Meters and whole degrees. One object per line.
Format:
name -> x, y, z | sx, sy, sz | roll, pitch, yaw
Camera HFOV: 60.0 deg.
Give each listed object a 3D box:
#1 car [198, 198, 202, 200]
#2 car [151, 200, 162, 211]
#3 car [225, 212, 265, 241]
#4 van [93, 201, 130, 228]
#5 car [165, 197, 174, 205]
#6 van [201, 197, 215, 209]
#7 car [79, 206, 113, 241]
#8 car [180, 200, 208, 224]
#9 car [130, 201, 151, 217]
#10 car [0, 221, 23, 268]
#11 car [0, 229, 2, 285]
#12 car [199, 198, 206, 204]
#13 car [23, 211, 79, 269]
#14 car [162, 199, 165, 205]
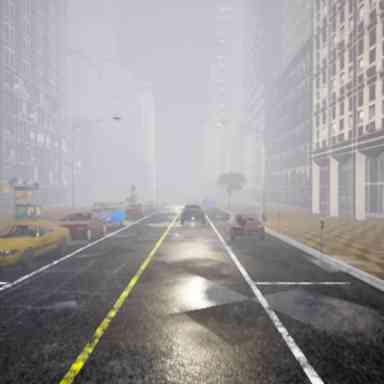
car -> 0.065, 1.935, 46.113 | 1.895, 1.301, 4.718 | 0, 0, 0
car -> -5.736, 1.880, 45.409 | 2.008, 1.369, 4.403 | -1, 0, 0
car -> 2.666, 1.703, 17.290 | 1.802, 1.307, 4.206 | -1, 0, 0
van -> -5.722, 1.502, 22.909 | 1.690, 1.788, 3.998 | -1, 0, 0
car -> -5.757, 2.104, 73.532 | 2.008, 1.369, 4.403 | -1, 0, 0
van -> 2.636, 1.714, 51.042 | 1.690, 1.788, 3.998 | -1, 0, 0
car -> -5.715, 1.666, 17.284 | 1.887, 1.381, 4.507 | -1, 0, 0
car -> 0.080, 1.694, 26.647 | 1.837, 1.490, 4.892 | 0, 0, 0
car -> -5.727, 1.788, 34.158 | 1.887, 1.381, 4.507 | -1, 0, 0
car -> -3.090, 1.233, 1.216 | 2.150, 2.045, 5.566 | 0, -1, -1
car -> -5.706, 1.593, 6.034 | 2.008, 1.369, 4.403 | -1, 0, 0
car -> 2.614, 2.173, 84.959 | 1.752, 1.417, 4.829 | -1, 0, 0
car -> -5.711, 1.605, 11.489 | 1.752, 1.417, 4.829 | -1, 0, 0
car -> -5.740, 1.923, 51.033 | 2.008, 1.369, 4.403 | -1, 0, 0
